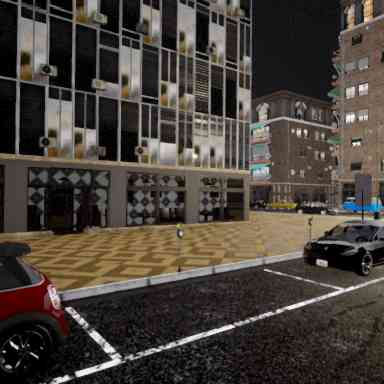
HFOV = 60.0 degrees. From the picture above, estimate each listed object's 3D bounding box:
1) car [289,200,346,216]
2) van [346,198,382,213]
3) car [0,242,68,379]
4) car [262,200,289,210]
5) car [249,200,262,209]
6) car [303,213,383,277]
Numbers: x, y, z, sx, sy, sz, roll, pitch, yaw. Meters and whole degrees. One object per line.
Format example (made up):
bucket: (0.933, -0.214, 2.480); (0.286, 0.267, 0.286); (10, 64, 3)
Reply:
car: (12.174, 1.619, 32.619); (2.008, 1.369, 4.403); (0, -1, -35)
van: (19.061, 1.524, 37.396); (1.690, 1.788, 3.998); (0, -1, -35)
car: (-3.751, 1.440, 3.873); (4.097, 1.590, 1.967); (0, 1, -35)
car: (12.634, 1.786, 46.651); (1.752, 1.417, 4.829); (0, -1, -35)
car: (9.567, 1.863, 51.070); (1.947, 1.339, 4.313); (0, -1, -35)
car: (5.327, 1.566, 10.346); (4.313, 1.339, 1.947); (0, 1, -35)
